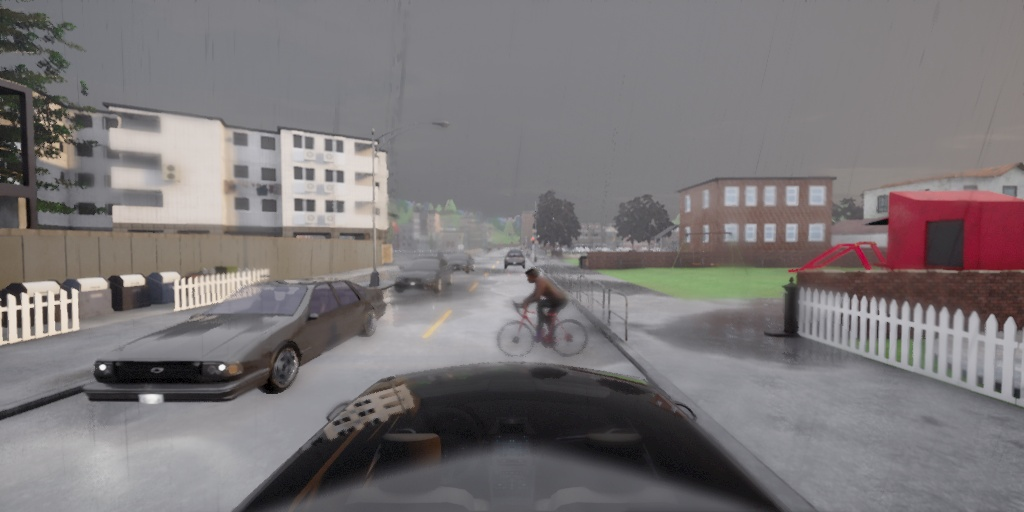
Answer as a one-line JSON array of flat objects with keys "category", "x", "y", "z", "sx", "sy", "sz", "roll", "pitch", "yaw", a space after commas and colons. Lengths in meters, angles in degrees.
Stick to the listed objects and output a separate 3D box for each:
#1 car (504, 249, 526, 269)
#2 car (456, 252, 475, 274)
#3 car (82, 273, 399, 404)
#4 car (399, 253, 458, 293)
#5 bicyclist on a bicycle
[{"category": "car", "x": 0.267, "y": 0.317, "z": 32.588, "sx": 2.128, "sy": 1.511, "sz": 4.902, "roll": 0, "pitch": 2, "yaw": 1}, {"category": "car", "x": -3.899, "y": 0.502, "z": 27.026, "sx": 1.837, "sy": 1.490, "sz": 4.892, "roll": 0, "pitch": 2, "yaw": 1}, {"category": "car", "x": -4.066, "y": 1.152, "z": 6.711, "sx": 2.033, "sy": 1.411, "sz": 5.357, "roll": 0, "pitch": 2, "yaw": 0}, {"category": "car", "x": -3.992, "y": 0.804, "z": 16.910, "sx": 1.837, "sy": 1.490, "sz": 4.892, "roll": 0, "pitch": 2, "yaw": 0}, {"category": "bicyclist on a bicycle", "x": 0.539, "y": 1.041, "z": 6.472, "sx": 1.656, "sy": 1.620, "sz": 0.582, "roll": -2, "pitch": 2, "yaw": 0}]
